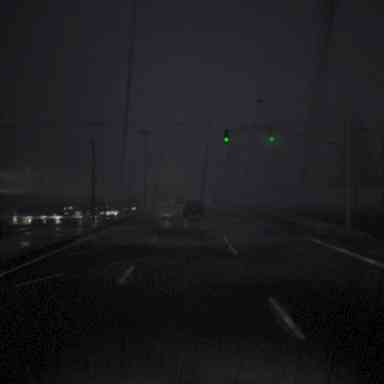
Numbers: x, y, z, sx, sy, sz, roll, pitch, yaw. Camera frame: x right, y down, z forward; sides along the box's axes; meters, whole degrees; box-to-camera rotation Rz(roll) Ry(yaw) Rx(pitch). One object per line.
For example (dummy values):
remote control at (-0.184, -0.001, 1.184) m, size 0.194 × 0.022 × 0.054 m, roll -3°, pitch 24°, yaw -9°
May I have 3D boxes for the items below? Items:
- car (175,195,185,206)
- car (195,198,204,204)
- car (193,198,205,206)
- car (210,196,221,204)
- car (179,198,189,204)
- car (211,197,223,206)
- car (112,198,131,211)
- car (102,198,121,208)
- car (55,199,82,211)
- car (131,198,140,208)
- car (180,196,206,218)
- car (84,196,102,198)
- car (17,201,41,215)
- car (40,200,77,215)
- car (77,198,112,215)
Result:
car at (-2.109, 1.676, 64.401) m, size 2.150 × 2.045 × 5.566 m, roll 0°, pitch 0°, yaw 2°
car at (1.756, 2.044, 74.723) m, size 1.895 × 1.301 × 4.718 m, roll 0°, pitch 0°, yaw 2°
car at (1.402, 1.945, 64.635) m, size 2.128 × 1.511 × 4.902 m, roll 0°, pitch 0°, yaw 2°
car at (5.251, 1.798, 74.534) m, size 2.097 × 1.767 × 4.553 m, roll 0°, pitch 0°, yaw 2°
car at (-1.744, 2.003, 74.787) m, size 1.994 × 1.385 × 4.181 m, roll 0°, pitch 0°, yaw 2°
car at (4.898, 1.800, 64.464) m, size 2.097 × 1.767 × 4.553 m, roll 0°, pitch 0°, yaw 2°
car at (-10.717, 1.836, 47.639) m, size 2.128 × 1.511 × 4.902 m, roll 0°, pitch 0°, yaw 2°
car at (-13.867, 1.894, 57.423) m, size 1.882 × 1.535 × 5.008 m, roll 0°, pitch 0°, yaw 2°
car at (-17.714, 1.830, 47.833) m, size 1.882 × 1.535 × 5.008 m, roll 0°, pitch 0°, yaw 2°
car at (-10.353, 1.767, 57.770) m, size 2.097 × 1.767 × 4.553 m, roll 0°, pitch 0°, yaw 2°
car at (0.274, 1.586, 33.286) m, size 2.097 × 1.767 × 4.553 m, roll 0°, pitch 0°, yaw 2°
car at (-14.239, 1.566, 47.085) m, size 2.150 × 2.045 × 5.566 m, roll 0°, pitch 0°, yaw 2°
car at (-18.118, 1.764, 38.371) m, size 1.882 × 1.535 × 5.008 m, roll 0°, pitch 0°, yaw 2°
car at (-14.658, 1.782, 37.379) m, size 1.837 × 1.490 × 4.892 m, roll 0°, pitch 0°, yaw 2°
car at (-11.125, 1.784, 38.274) m, size 1.837 × 1.490 × 4.892 m, roll 0°, pitch 0°, yaw 2°
